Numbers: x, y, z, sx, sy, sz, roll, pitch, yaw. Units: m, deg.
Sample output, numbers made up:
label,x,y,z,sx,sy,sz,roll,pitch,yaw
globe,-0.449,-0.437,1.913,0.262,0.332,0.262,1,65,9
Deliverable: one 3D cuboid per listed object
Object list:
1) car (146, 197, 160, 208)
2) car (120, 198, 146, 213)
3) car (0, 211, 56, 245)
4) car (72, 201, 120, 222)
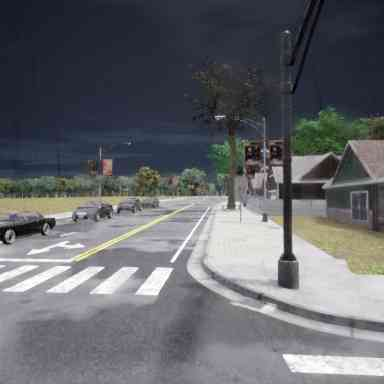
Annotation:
label,x,y,z,sx,sy,sz,roll,pitch,yaw
car,-5.754,1.410,46.210,1.837,1.490,4.892,0,0,6
car,-6.683,1.430,35.991,1.837,1.490,4.892,0,0,5
car,-8.444,1.594,15.733,1.895,1.301,4.718,0,0,5
car,-7.571,1.449,25.785,2.128,1.511,4.902,0,0,5
